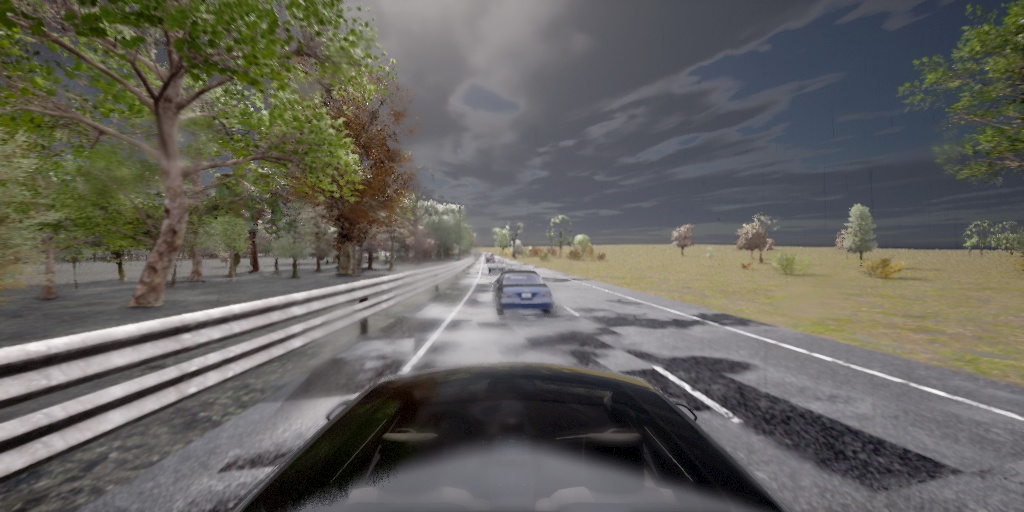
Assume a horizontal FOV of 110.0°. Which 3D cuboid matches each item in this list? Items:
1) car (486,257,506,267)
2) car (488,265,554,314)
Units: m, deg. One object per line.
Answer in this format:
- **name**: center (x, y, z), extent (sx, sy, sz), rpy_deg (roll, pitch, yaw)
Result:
- **car**: center (-1.689, 1.081, 39.291), extent (1.895, 1.301, 4.718), rpy_deg (0, 0, -4)
- **car**: center (0.265, 1.219, 13.333), extent (2.033, 1.411, 5.357), rpy_deg (0, 0, -4)
